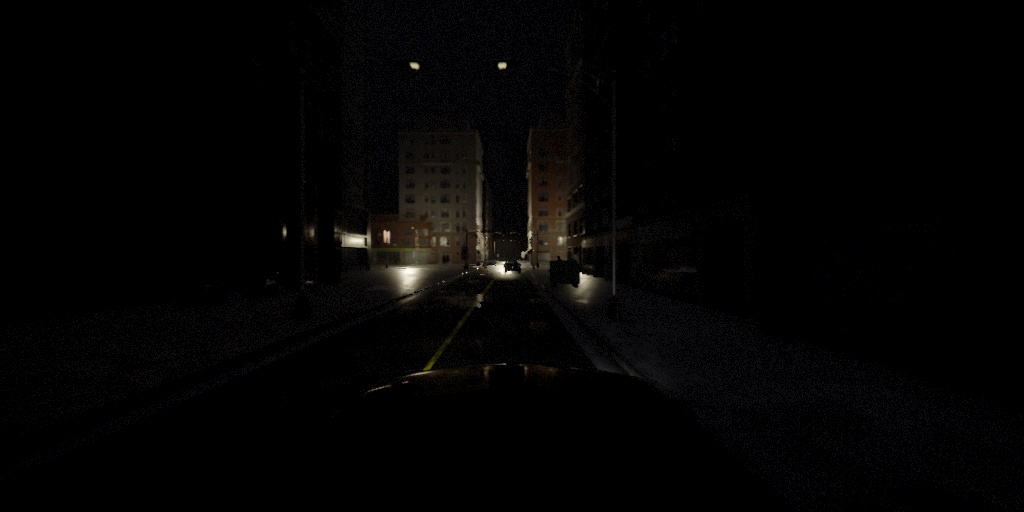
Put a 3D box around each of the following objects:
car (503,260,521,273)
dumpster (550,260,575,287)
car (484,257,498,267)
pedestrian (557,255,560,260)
[{"bbox_3d":[0.075,1.300,43.473,1.994,1.385,4.181,0,0,0],"label":"car"},{"bbox_3d":[3.131,1.127,22.441,1.020,1.700,1.940,0,0,0],"label":"dumpster"},{"bbox_3d":[-3.010,0.878,52.196,1.812,1.442,4.674,0,0,0],"label":"car"},{"bbox_3d":[3.109,0.874,23.807,0.375,1.860,0.375,0,0,-10],"label":"pedestrian"}]
